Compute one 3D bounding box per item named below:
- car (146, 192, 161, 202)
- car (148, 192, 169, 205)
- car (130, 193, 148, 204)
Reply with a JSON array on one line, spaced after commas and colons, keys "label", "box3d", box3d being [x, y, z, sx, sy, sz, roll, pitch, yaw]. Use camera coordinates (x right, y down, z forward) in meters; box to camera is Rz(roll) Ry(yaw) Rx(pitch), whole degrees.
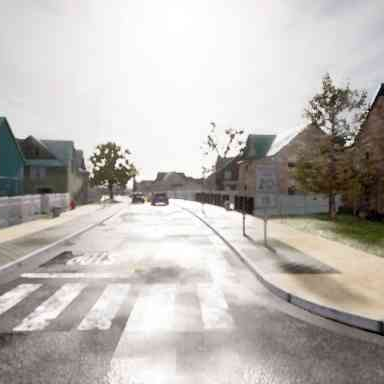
[{"label": "car", "box3d": [-6.339, 0.848, 54.395, 1.882, 1.535, 5.008, 0, 0, -13]}, {"label": "car", "box3d": [-4.289, 0.796, 44.480, 2.097, 1.767, 4.553, 0, 1, -11]}, {"label": "car", "box3d": [-7.797, 0.908, 48.122, 1.837, 1.490, 4.892, 0, 0, -11]}]
